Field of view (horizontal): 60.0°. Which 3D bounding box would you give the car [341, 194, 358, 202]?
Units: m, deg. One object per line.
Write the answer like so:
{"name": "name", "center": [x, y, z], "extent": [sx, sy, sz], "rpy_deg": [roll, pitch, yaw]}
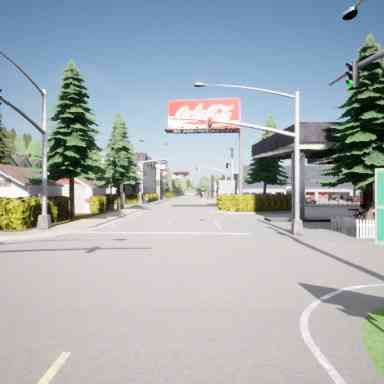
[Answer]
{"name": "car", "center": [34.870, 1.489, 71.866], "extent": [2.007, 1.523, 4.514], "rpy_deg": [0, 0, 0]}

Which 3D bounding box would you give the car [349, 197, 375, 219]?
{"name": "car", "center": [14.356, 1.504, 24.998], "extent": [3.866, 1.878, 1.905], "rpy_deg": [0, 0, 0]}

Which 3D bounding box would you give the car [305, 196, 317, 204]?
{"name": "car", "center": [22.470, 1.552, 64.069], "extent": [1.970, 1.475, 3.806], "rpy_deg": [0, 0, 0]}

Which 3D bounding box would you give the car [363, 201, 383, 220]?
{"name": "car", "center": [18.679, 1.672, 30.670], "extent": [4.611, 1.667, 2.242], "rpy_deg": [0, 0, 0]}
